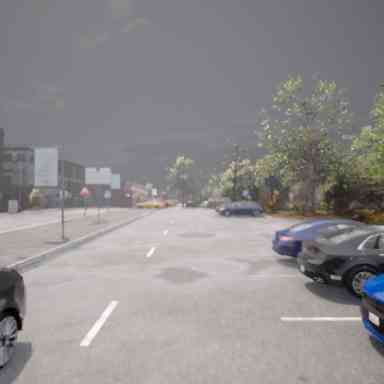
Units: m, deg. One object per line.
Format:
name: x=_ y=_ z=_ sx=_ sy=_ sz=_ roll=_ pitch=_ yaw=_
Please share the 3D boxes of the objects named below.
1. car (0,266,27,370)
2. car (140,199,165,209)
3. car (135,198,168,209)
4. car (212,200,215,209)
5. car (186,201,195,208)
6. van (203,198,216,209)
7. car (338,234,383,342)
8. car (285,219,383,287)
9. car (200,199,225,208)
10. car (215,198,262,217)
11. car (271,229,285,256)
car: x=-3.295 y=1.525 z=2.933 sx=2.128 sy=1.511 sz=4.902 roll=0 pitch=-1 yaw=-1
car: x=-7.382 y=2.244 z=63.048 sx=4.553 sy=1.767 sz=2.185 roll=0 pitch=-2 yaw=-1
car: x=-7.572 y=2.285 z=60.126 sx=5.366 sy=1.575 sz=1.946 roll=0 pitch=-2 yaw=-1
car: x=5.039 y=1.946 z=38.797 sx=4.674 sy=1.452 sz=2.002 roll=0 pitch=-1 yaw=0
car: x=-0.294 y=2.588 z=69.107 sx=1.837 sy=1.490 sz=4.892 roll=0 pitch=-2 yaw=-1
van: x=4.769 y=2.049 z=59.593 sx=4.442 sy=1.987 sz=1.878 roll=0 pitch=-2 yaw=-1
car: x=5.090 y=1.533 z=4.744 sx=5.008 sy=1.535 sz=2.097 roll=0 pitch=-1 yaw=0
car: x=5.078 y=1.570 z=8.017 sx=4.892 sy=1.521 sz=2.231 roll=0 pitch=-1 yaw=0
car: x=4.686 y=2.598 z=76.220 sx=5.566 sy=2.045 sz=2.435 roll=0 pitch=-2 yaw=-1
car: x=5.113 y=1.744 z=35.629 sx=4.553 sy=1.767 sz=2.185 roll=0 pitch=-1 yaw=0
car: x=5.081 y=1.644 z=11.292 sx=4.674 sy=1.452 sz=2.002 roll=0 pitch=-1 yaw=0
